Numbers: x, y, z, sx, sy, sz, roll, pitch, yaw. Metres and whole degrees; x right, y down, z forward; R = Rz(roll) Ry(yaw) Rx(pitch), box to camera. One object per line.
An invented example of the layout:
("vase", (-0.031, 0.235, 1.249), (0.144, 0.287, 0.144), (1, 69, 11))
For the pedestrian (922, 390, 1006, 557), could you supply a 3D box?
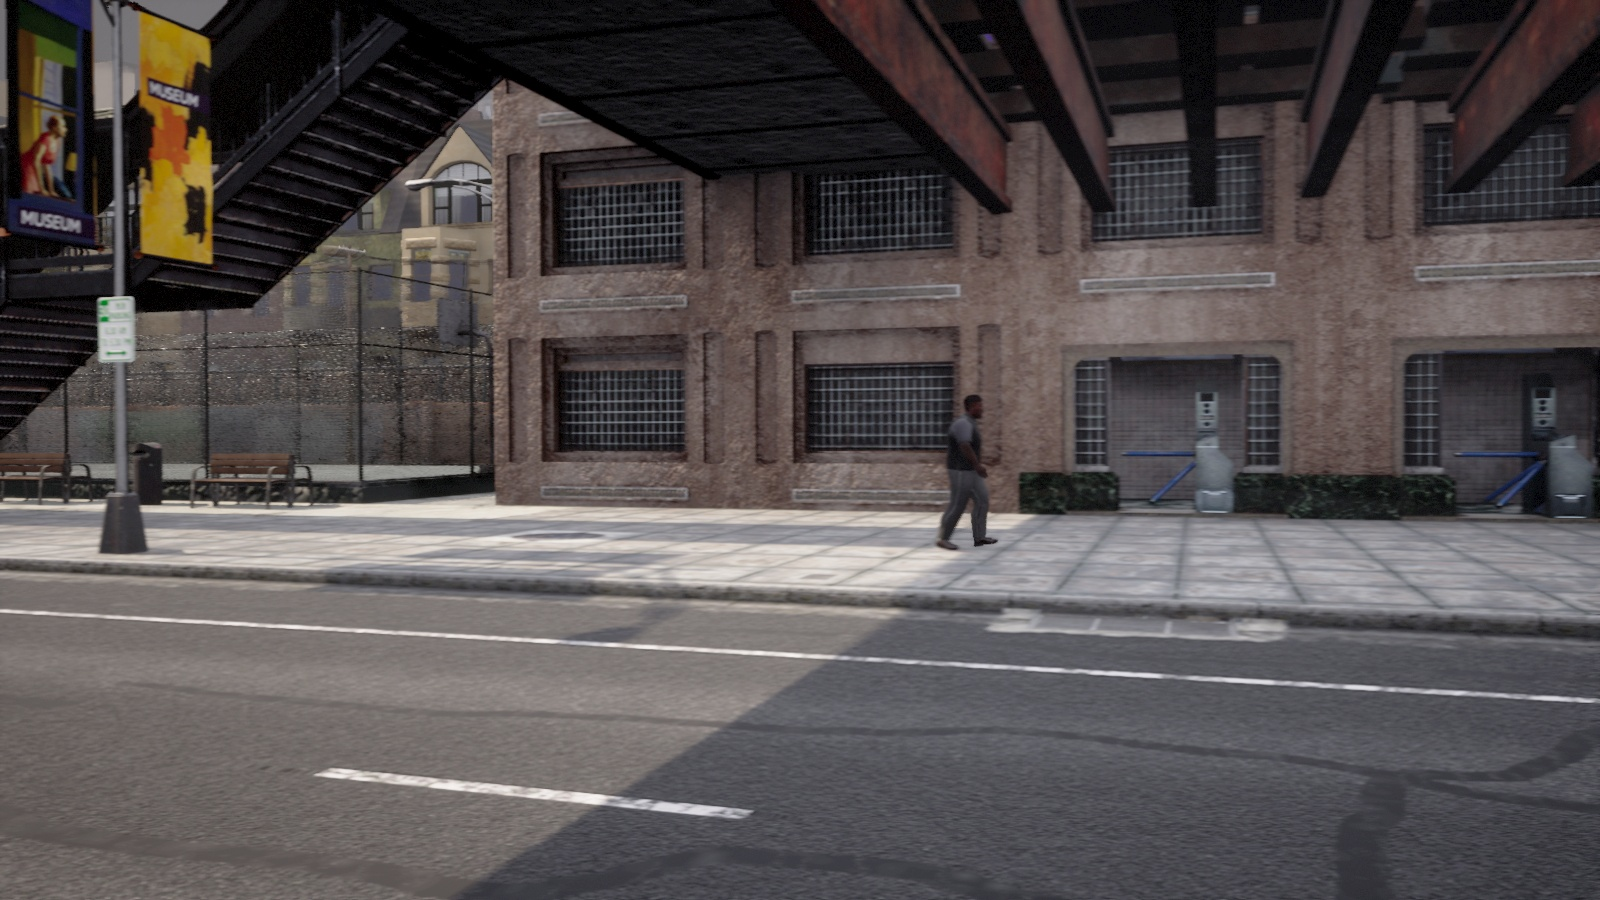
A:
("pedestrian", (1.914, 0.257, 14.601), (0.849, 1.883, 0.563), (1, 1, 20))
